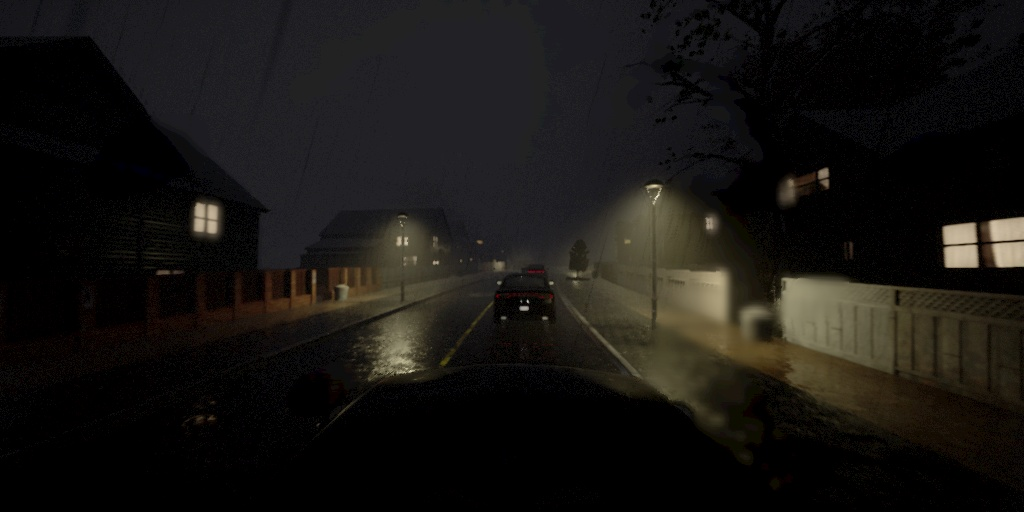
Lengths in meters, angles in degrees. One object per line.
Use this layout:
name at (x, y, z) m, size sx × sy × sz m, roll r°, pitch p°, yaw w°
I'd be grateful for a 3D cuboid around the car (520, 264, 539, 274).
car at (2.500, 1.749, 50.713) m, size 1.895 × 1.301 × 4.718 m, roll -1°, pitch -1°, yaw 13°

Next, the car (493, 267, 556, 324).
car at (0.467, 1.318, 12.525) m, size 1.882 × 1.535 × 5.008 m, roll 0°, pitch 0°, yaw 3°

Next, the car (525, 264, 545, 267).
car at (2.322, 1.496, 32.514) m, size 1.837 × 1.490 × 4.892 m, roll 0°, pitch 0°, yaw 8°
